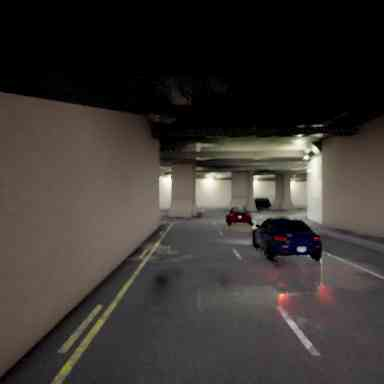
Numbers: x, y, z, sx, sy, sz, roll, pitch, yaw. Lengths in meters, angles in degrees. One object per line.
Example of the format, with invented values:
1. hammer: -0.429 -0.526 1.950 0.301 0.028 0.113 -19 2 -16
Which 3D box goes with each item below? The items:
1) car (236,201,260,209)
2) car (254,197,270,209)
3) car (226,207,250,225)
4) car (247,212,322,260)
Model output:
1. car: 10.602 2.377 63.000 4.181 1.385 1.994 0 -1 -32
2. car: 11.391 1.987 59.319 5.566 2.045 2.150 0 -1 -33
3. car: 3.860 1.922 27.595 1.994 1.385 4.181 0 -1 5
4. car: 3.552 1.695 13.008 1.812 1.442 4.674 0 0 1
